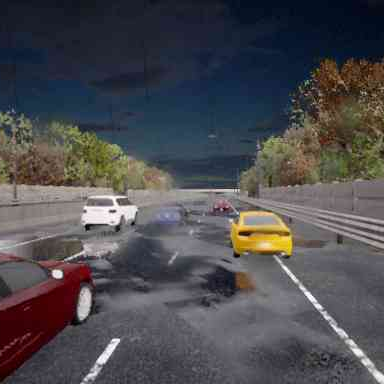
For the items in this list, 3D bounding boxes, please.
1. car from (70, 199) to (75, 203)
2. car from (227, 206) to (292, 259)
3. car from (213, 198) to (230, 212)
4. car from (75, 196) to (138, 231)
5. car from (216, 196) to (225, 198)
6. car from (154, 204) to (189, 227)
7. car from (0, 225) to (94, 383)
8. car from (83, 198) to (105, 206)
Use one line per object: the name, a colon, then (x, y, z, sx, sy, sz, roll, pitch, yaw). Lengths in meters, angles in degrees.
car: (-19.681, 1.641, 58.012, 1.994, 1.385, 4.181, 0, 0, 5)
car: (2.472, 1.489, 12.763, 1.882, 1.535, 5.008, 0, 0, 5)
car: (3.422, 1.645, 38.494, 1.895, 1.301, 4.718, 0, 0, 5)
car: (-5.002, 1.244, 20.994, 2.150, 2.045, 5.566, 0, 0, 5)
car: (4.191, 1.411, 48.472, 2.097, 1.767, 4.553, 0, 0, 5)
car: (-1.315, 1.571, 23.133, 2.033, 1.411, 5.357, 0, 0, 5)
car: (-2.882, 1.479, 4.117, 1.882, 1.535, 5.008, 0, 0, 5)
car: (-16.356, 1.672, 55.879, 1.895, 1.301, 4.718, 0, 0, 5)
